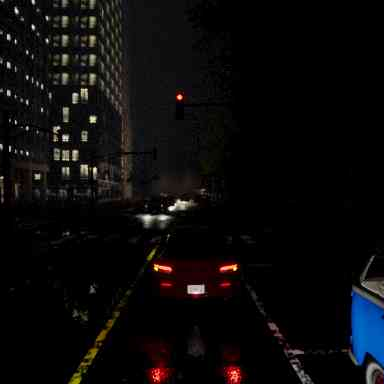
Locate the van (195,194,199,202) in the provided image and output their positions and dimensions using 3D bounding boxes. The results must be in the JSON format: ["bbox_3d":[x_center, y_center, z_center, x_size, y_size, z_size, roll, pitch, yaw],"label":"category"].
[{"bbox_3d":[1.748,1.322,51.233,1.690,1.788,3.998,0,0,-2],"label":"van"}]

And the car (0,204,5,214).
[{"bbox_3d":[-18.220,1.377,28.510,4.206,1.307,1.802,1,0,3],"label":"car"}]

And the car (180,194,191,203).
[{"bbox_3d":[-1.481,1.552,70.616,1.895,1.301,4.718,0,0,-2],"label":"car"}]

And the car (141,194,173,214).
[{"bbox_3d":[-3.560,1.341,34.456,2.097,1.767,4.553,0,0,2],"label":"car"}]

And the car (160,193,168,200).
[{"bbox_3d":[-8.075,1.252,95.196,2.192,1.841,5.009,0,0,-3],"label":"car"}]

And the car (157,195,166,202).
[{"bbox_3d":[-7.276,1.501,78.571,1.887,1.381,4.507,0,0,-2],"label":"car"}]

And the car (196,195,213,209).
[{"bbox_3d":[1.899,1.510,45.860,1.752,1.417,4.829,0,0,-2],"label":"car"}]

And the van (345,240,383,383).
[{"bbox_3d":[2.558,1.341,2.145,1.690,1.788,3.998,0,0,0],"label":"van"}]

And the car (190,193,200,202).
[{"bbox_3d":[0.740,1.271,78.945,2.192,1.841,5.009,0,0,-3],"label":"car"}]

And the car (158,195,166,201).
[{"bbox_3d":[-7.528,1.532,84.115,1.802,1.307,4.206,0,0,-3],"label":"car"}]

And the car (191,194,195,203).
[{"bbox_3d":[1.185,1.492,68.026,1.752,1.417,4.829,0,0,-2],"label":"car"}]

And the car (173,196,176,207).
[{"bbox_3d":[-3.646,1.546,50.406,1.994,1.385,4.181,0,0,-2],"label":"car"}]

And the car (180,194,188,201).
[{"bbox_3d":[-1.900,1.264,80.591,1.882,1.535,5.008,0,0,-3],"label":"car"}]

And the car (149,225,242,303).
[{"bbox_3d":[0.054,1.525,8.080,1.812,1.442,4.674,0,0,0],"label":"car"}]

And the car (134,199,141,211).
[{"bbox_3d":[-5.832,1.539,39.770,2.008,1.369,4.403,0,0,-1],"label":"car"}]
